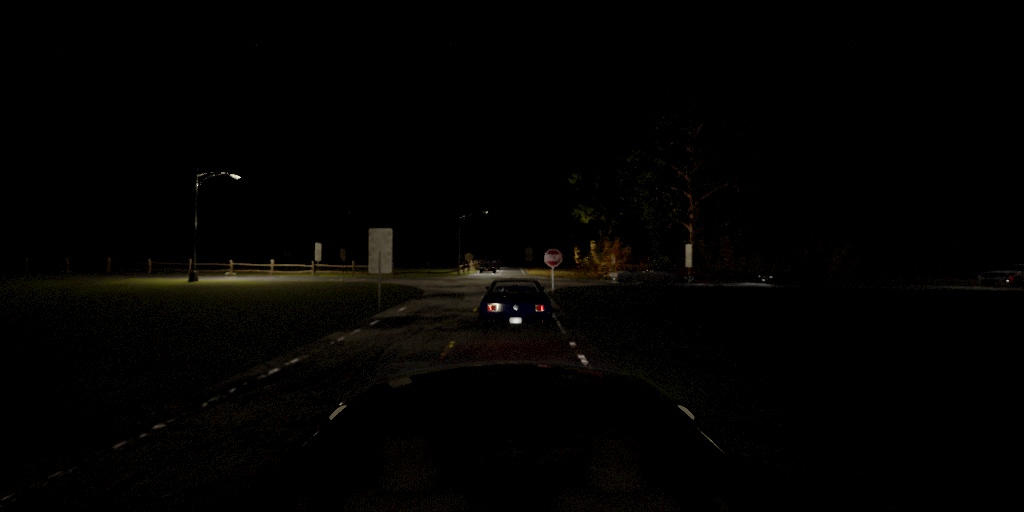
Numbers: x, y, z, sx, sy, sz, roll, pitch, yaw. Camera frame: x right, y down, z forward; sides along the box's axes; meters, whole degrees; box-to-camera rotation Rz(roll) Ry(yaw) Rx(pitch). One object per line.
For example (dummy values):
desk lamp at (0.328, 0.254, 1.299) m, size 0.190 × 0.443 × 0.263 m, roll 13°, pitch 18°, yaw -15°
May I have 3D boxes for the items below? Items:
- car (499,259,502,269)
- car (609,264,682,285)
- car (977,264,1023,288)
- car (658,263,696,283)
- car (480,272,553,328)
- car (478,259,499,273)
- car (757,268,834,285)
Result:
car at (-2.826, 1.331, 52.696) m, size 1.994 × 1.385 × 4.181 m, roll 0°, pitch 0°, yaw 0°
car at (10.024, 1.499, 27.399) m, size 4.718 × 1.301 × 1.895 m, roll 1°, pitch -1°, yaw -2°
car at (43.125, 1.658, 30.298) m, size 5.566 × 2.045 × 2.150 m, roll 1°, pitch -1°, yaw 0°
car at (12.871, 1.337, 30.196) m, size 4.553 × 1.767 × 2.097 m, roll 1°, pitch -1°, yaw 1°
car at (0.103, 1.349, 11.325) m, size 1.895 × 1.301 × 4.718 m, roll 0°, pitch 0°, yaw 0°
car at (-2.839, 1.285, 42.853) m, size 1.812 × 1.442 × 4.674 m, roll 0°, pitch 0°, yaw 0°
car at (23.834, 1.694, 30.211) m, size 5.357 × 1.411 × 2.033 m, roll 1°, pitch -1°, yaw 0°
